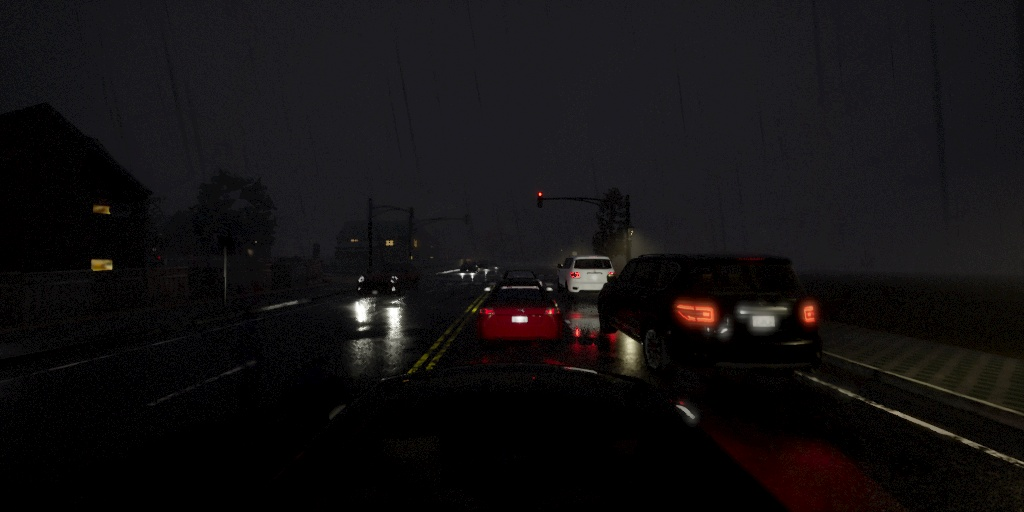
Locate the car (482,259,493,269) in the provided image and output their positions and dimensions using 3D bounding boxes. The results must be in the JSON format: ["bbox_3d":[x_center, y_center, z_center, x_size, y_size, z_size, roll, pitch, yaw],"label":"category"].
[{"bbox_3d":[-4.673,1.351,58.042,1.837,1.490,4.892,0,0,4],"label":"car"}]

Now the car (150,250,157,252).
[{"bbox_3d":[-45.075,0.312,43.032,5.566,2.045,2.150,1,-1,15],"label":"car"}]

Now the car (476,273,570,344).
[{"bbox_3d":[0.178,1.319,9.634,1.994,1.385,4.181,0,0,0],"label":"car"}]

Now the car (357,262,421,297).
[{"bbox_3d":[-6.366,1.119,19.015,2.097,1.767,4.553,0,0,1],"label":"car"}]

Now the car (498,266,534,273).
[{"bbox_3d":[0.343,1.364,18.443,1.895,1.301,4.718,0,0,-3],"label":"car"}]

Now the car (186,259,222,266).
[{"bbox_3d":[-30.408,0.829,35.872,5.357,1.411,2.033,1,-1,16],"label":"car"}]

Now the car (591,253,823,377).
[{"bbox_3d":[3.402,0.975,7.512,2.150,2.045,5.566,0,0,0],"label":"car"}]

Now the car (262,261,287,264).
[{"bbox_3d":[-20.869,0.940,33.205,4.892,1.490,1.837,1,-1,16],"label":"car"}]

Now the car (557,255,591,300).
[{"bbox_3d":[3.555,0.983,17.870,2.150,2.045,5.566,0,0,1],"label":"car"}]

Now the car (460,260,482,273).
[{"bbox_3d":[-5.413,1.366,45.925,2.033,1.411,5.357,0,0,0],"label":"car"}]

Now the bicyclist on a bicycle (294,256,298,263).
[{"bbox_3d":[-24.185,0.781,40.222,0.582,1.620,1.656,1,-1,16],"label":"bicyclist on a bicycle"}]

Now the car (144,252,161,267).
[{"bbox_3d":[-40.288,0.625,38.641,4.892,1.490,1.837,1,-1,16],"label":"car"}]
